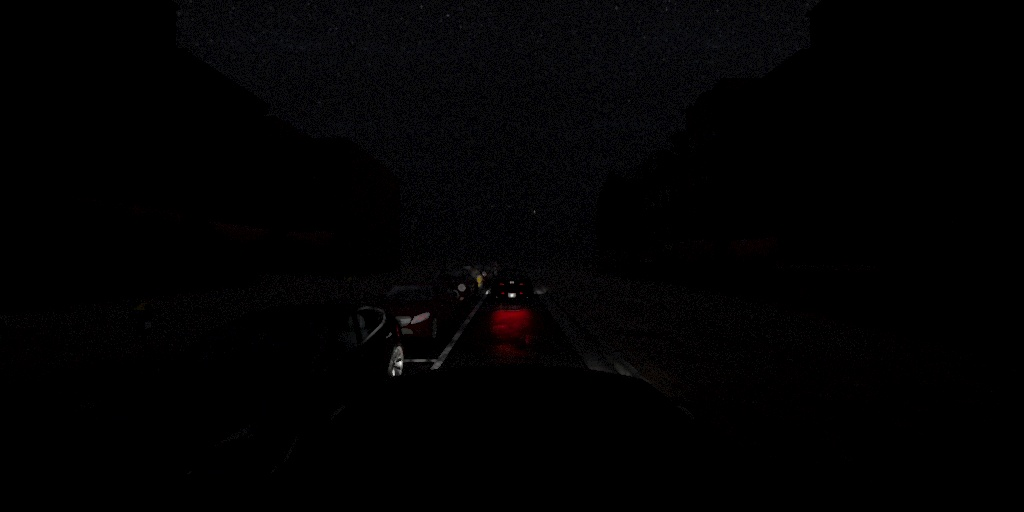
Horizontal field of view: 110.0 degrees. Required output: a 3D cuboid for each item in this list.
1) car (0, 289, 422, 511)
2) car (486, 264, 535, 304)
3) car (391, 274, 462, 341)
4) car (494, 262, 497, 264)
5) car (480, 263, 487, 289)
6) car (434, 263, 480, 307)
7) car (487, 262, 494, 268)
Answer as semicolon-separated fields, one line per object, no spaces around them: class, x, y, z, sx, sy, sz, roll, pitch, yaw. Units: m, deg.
car;-2.637;1.316;4.300;1.948;1.339;4.313;0;0;0
car;0.000;1.293;16.503;1.837;1.490;4.892;0;0;0
car;-2.637;1.340;9.839;1.802;1.307;4.207;0;0;0
car;-2.637;1.396;31.994;2.007;1.370;4.403;0;0;0
car;-2.637;1.316;20.746;1.751;1.417;4.829;0;0;0
car;-2.637;1.211;15.378;1.967;1.591;4.097;0;0;0
car;-2.637;1.255;26.455;1.967;1.591;4.097;0;0;0
